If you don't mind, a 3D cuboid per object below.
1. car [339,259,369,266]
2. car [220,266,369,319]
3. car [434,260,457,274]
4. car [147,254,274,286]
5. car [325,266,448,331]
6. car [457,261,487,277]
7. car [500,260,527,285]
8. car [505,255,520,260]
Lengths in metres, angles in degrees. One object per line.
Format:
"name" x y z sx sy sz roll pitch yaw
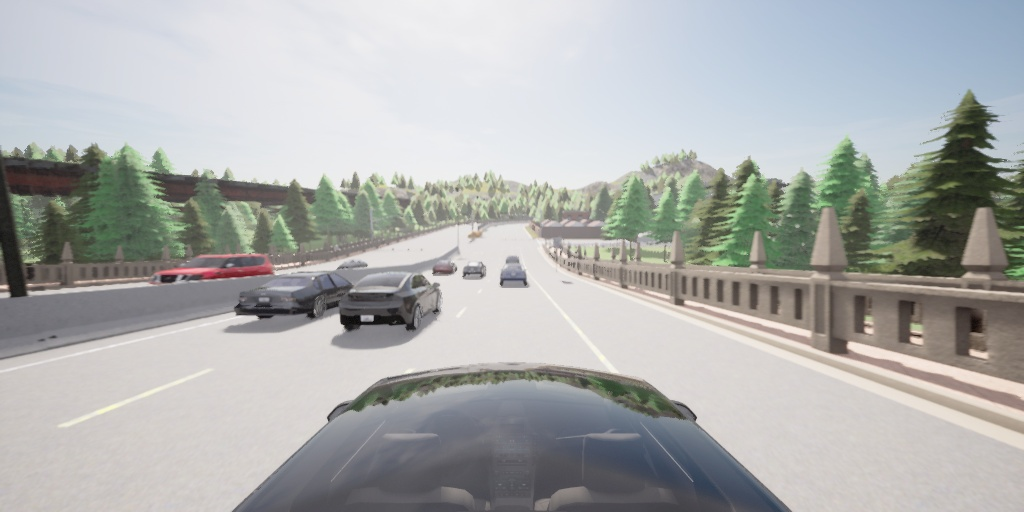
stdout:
"car" -17.507 1.030 39.754 1.994 1.385 4.181 0 2 0
"car" -6.901 1.255 12.491 2.033 1.411 5.357 0 0 0
"car" -6.905 1.112 37.246 1.994 1.385 4.181 0 1 0
"car" -14.086 0.910 17.355 2.150 2.045 5.566 0 0 0
"car" -3.401 1.219 10.848 1.837 1.490 4.892 0 0 0
"car" -3.405 1.168 33.162 2.033 1.411 5.357 0 1 0
"car" 0.098 1.206 25.316 2.033 1.411 5.357 0 0 0
"car" 0.087 0.538 48.586 1.994 1.385 4.181 0 4 0
